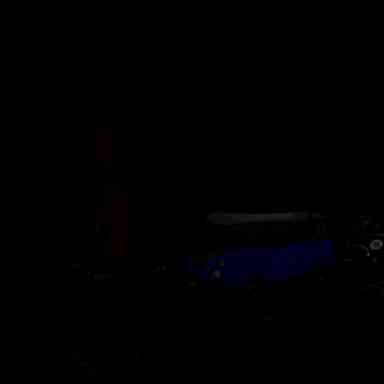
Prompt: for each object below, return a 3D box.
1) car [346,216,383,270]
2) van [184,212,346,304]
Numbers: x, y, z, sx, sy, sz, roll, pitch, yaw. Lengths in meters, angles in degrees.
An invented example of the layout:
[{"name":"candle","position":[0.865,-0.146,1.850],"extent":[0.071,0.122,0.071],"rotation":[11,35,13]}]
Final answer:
[{"name":"car","position":[6.331,1.561,11.277],"extent":[4.097,1.590,1.967],"rotation":[1,0,-35]},{"name":"van","position":[1.740,1.403,8.004],"extent":[3.998,1.788,1.690],"rotation":[1,0,-35]}]
